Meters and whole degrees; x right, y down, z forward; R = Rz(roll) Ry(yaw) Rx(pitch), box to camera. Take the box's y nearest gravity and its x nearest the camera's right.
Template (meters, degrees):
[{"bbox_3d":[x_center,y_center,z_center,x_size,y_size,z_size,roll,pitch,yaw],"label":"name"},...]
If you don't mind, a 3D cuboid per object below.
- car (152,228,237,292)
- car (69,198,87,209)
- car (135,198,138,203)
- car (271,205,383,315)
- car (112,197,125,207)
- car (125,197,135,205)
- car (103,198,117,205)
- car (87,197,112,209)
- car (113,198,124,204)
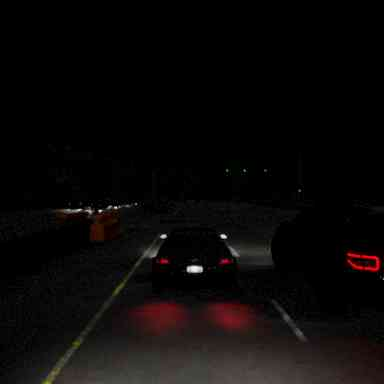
[{"bbox_3d":[0.046,1.669,9.218,1.994,1.385,4.181,0,-1,0],"label":"car"},{"bbox_3d":[-17.935,1.782,53.009,2.097,1.767,4.553,0,0,0],"label":"car"},{"bbox_3d":[-15.056,2.201,86.600,2.033,1.411,5.357,0,0,-7],"label":"car"},{"bbox_3d":[3.550,1.315,7.912,2.150,2.045,5.566,0,0,-1],"label":"car"},{"bbox_3d":[-14.454,2.019,62.315,1.812,1.442,4.674,0,0,0],"label":"car"},{"bbox_3d":[-14.492,1.918,72.368,2.097,1.767,4.553,0,0,0],"label":"car"},{"bbox_3d":[-17.998,2.092,73.027,1.812,1.442,4.674,0,0,0],"label":"car"},{"bbox_3d":[-14.427,1.928,52.053,1.837,1.490,4.892,0,0,0],"label":"car"},{"bbox_3d":[-18.234,2.231,82.943,1.895,1.301,4.718,0,0,-3],"label":"car"}]
